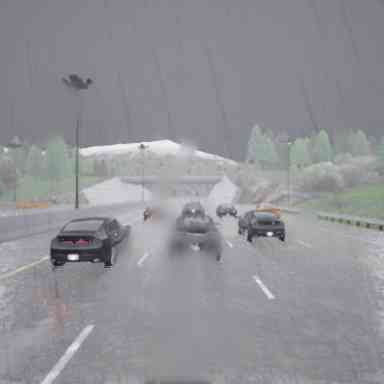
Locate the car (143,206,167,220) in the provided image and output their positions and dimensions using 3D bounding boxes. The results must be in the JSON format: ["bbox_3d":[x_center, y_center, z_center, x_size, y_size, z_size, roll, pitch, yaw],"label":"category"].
[{"bbox_3d":[-3.388,1.960,31.702,1.895,1.301,4.718,0,-1,0],"label":"car"}]

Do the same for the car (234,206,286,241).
[{"bbox_3d":[3.608,1.709,17.836,1.837,1.490,4.892,0,-1,0],"label":"car"}]

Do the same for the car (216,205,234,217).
[{"bbox_3d":[3.614,2.006,35.691,1.895,1.301,4.718,0,-1,0],"label":"car"}]

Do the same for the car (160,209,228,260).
[{"bbox_3d":[0.105,1.642,13.192,2.128,1.511,4.902,0,-1,0],"label":"car"}]

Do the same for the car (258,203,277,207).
[{"bbox_3d":[7.111,1.842,32.024,1.882,1.535,5.008,0,-1,0],"label":"car"}]

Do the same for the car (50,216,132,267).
[{"bbox_3d":[-3.395,1.641,11.925,1.837,1.490,4.892,0,-1,0],"label":"car"}]

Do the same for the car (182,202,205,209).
[{"bbox_3d":[0.112,1.705,31.079,2.097,1.767,4.553,0,-1,0],"label":"car"}]
